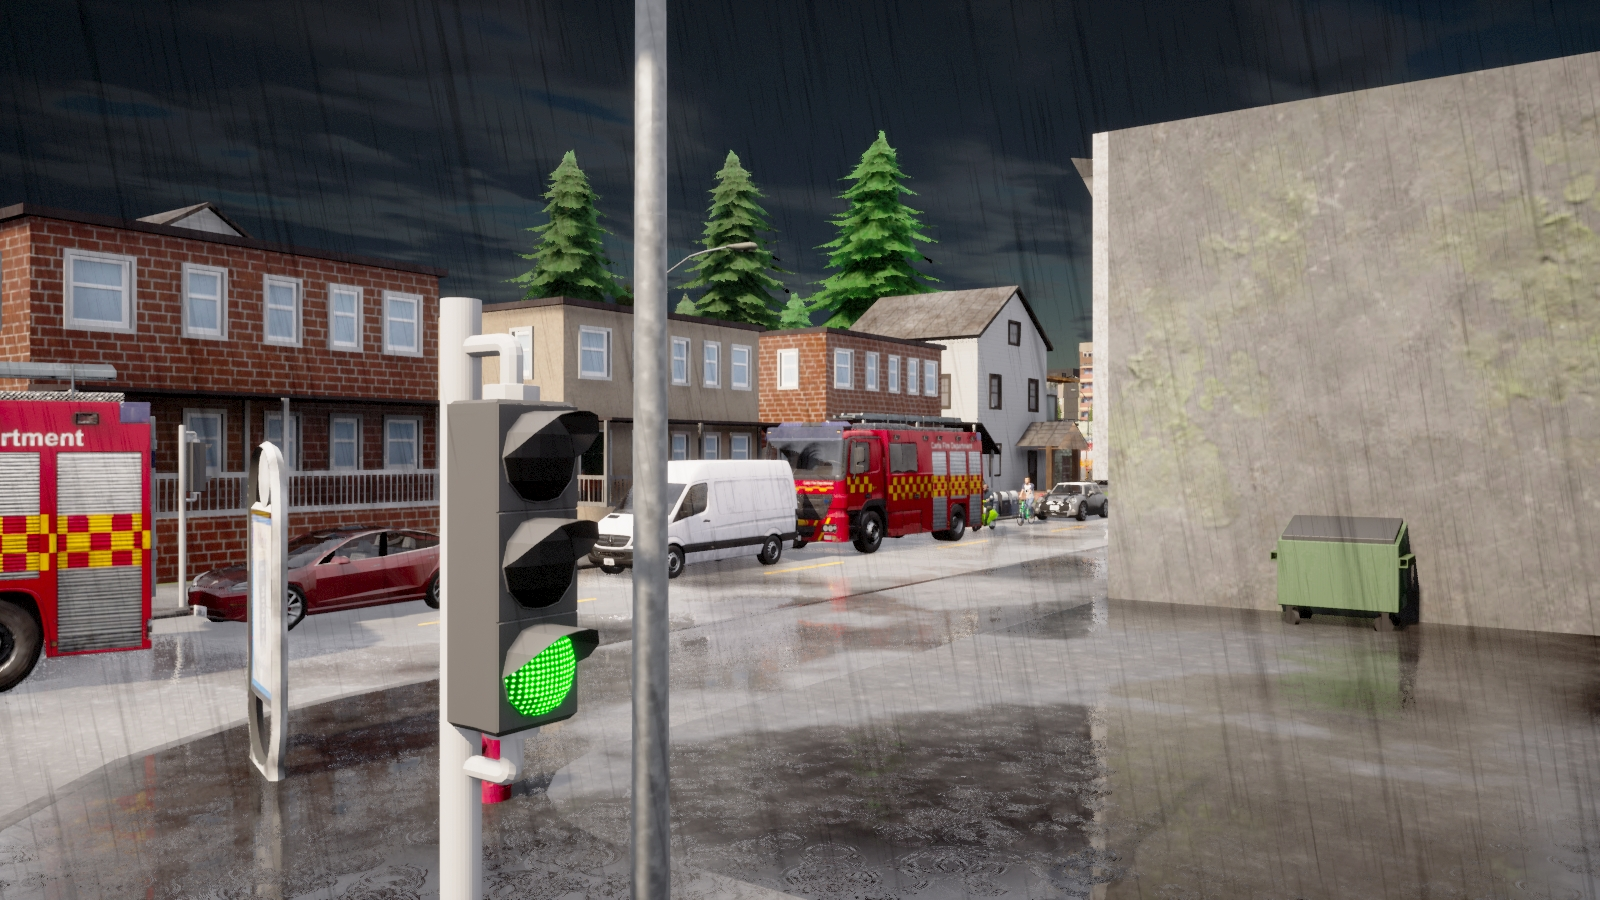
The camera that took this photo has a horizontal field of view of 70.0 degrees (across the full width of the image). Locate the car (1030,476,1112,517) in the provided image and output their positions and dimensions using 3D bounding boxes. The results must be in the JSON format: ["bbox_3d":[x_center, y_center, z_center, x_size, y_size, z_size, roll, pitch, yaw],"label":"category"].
[{"bbox_3d":[11.003,1.837,46.179,1.970,1.475,3.806,0,0,35],"label":"car"}]

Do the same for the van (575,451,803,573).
[{"bbox_3d":[-2.442,1.307,26.996,1.988,2.561,5.915,0,0,35],"label":"van"}]

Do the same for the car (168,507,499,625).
[{"bbox_3d":[-7.743,1.835,19.439,2.163,1.488,4.792,0,0,35],"label":"car"}]

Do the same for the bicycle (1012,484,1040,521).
[{"bbox_3d":[8.406,1.928,42.476,0.373,1.296,1.643,0,0,35],"label":"bicycle"}]

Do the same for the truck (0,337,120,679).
[{"bbox_3d":[-12.336,0.662,12.398,8.468,3.827,2.891,0,0,-31],"label":"truck"}]

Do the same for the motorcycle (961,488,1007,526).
[{"bbox_3d":[6.398,1.954,39.613,0.856,1.236,1.805,0,0,35],"label":"motorcycle"}]

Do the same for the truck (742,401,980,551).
[{"bbox_3d":[2.054,0.663,33.403,2.891,3.827,8.468,0,0,35],"label":"truck"}]
